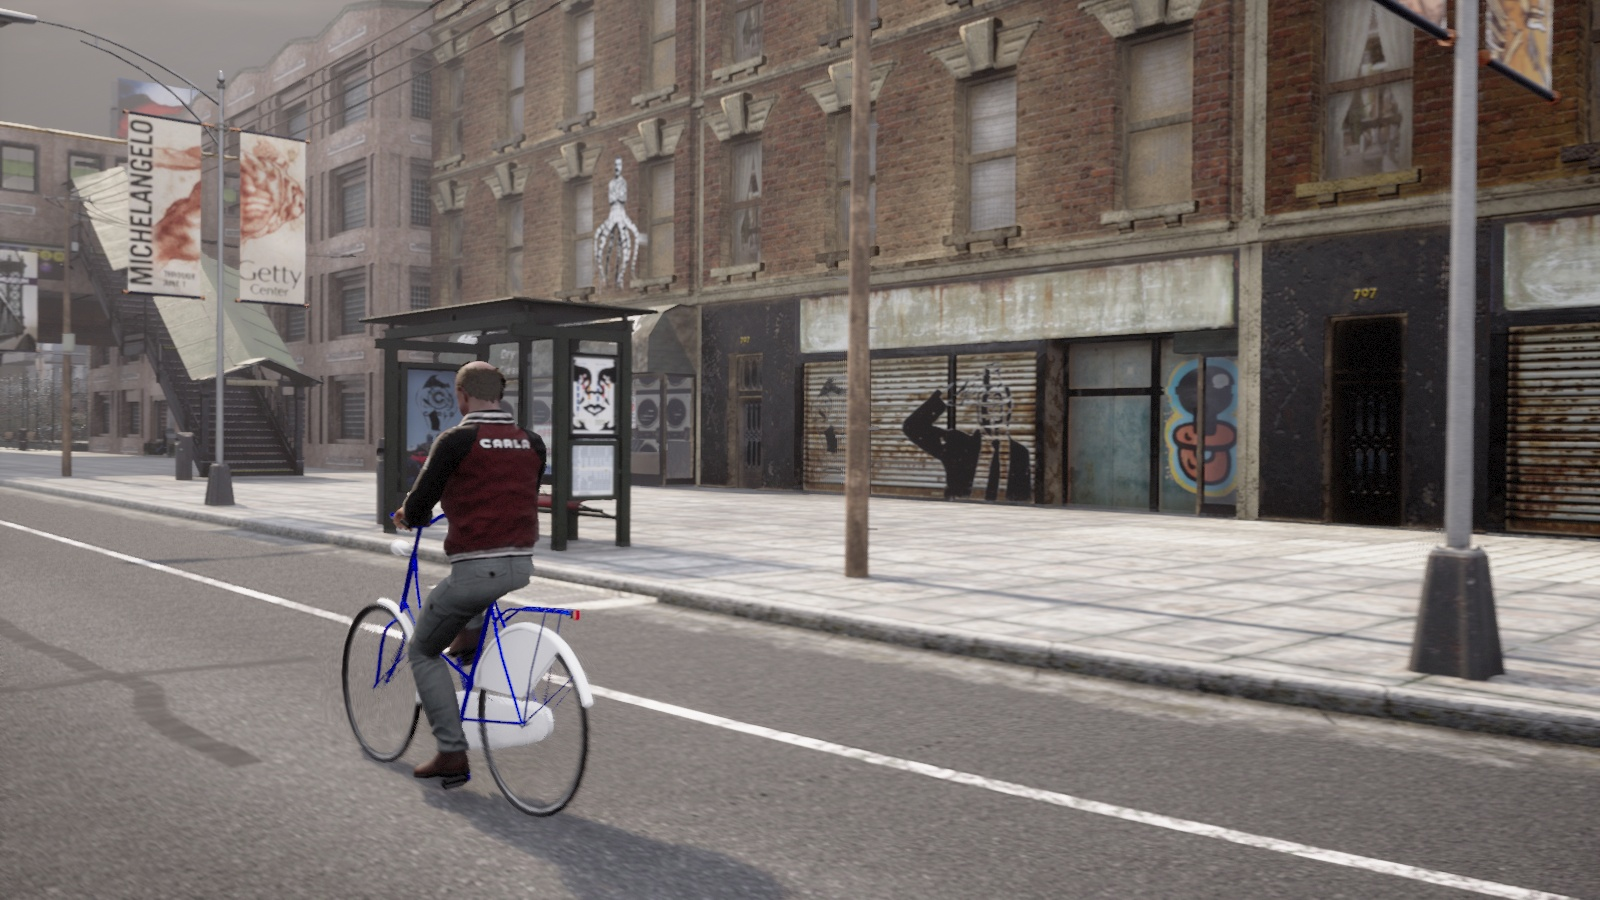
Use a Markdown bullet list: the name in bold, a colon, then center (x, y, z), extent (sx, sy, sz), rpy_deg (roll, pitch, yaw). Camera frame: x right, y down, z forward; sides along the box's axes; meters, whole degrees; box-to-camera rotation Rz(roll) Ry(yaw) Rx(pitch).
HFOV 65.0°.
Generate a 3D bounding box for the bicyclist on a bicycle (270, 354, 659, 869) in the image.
- **bicyclist on a bicycle**: center (-1.443, 0.548, 5.184), extent (1.843, 1.776, 0.659), rpy_deg (0, 1, 43)
